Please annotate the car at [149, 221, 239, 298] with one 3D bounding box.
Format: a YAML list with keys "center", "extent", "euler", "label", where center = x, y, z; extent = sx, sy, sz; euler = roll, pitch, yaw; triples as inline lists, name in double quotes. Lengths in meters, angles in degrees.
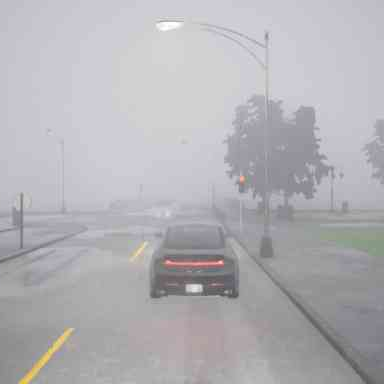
- center: [0.061, 1.499, 8.454]
  extent: [1.837, 1.490, 4.892]
  euler: [0, 0, 0]
  label: "car"

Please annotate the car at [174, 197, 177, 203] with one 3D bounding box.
- center: [-4.029, 1.521, 64.942]
  extent: [1.994, 1.385, 4.181]
  euler: [0, 0, 1]
  label: "car"

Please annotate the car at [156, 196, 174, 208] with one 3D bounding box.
- center: [-4.088, 1.569, 47.835]
  extent: [1.895, 1.301, 4.718]
  euler: [0, 0, 0]
  label: "car"
